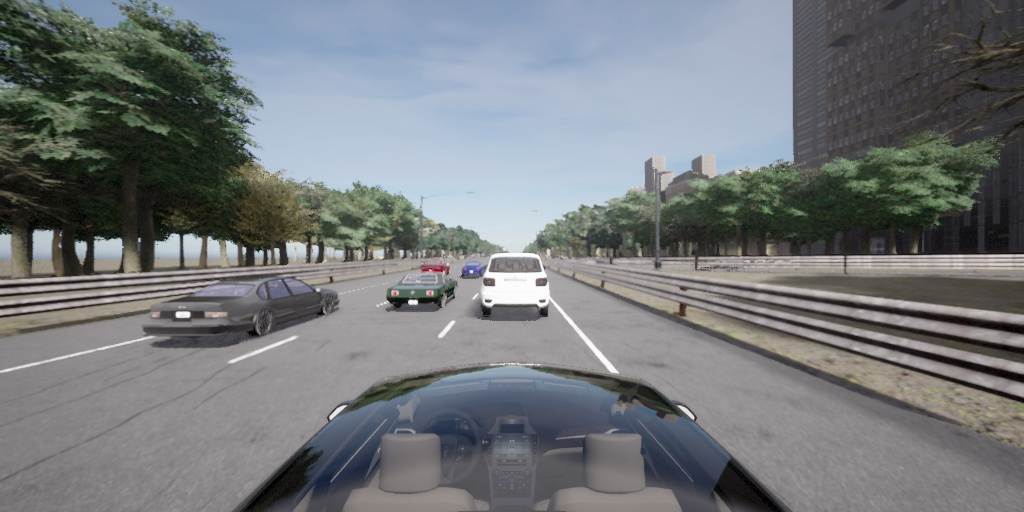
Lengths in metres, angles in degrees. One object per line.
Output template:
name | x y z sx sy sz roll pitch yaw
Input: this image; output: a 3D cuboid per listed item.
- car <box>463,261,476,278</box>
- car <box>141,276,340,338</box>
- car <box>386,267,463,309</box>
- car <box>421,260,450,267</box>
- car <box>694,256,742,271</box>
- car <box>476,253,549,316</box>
car | -3.401 1.138 32.338 1.812 1.442 4.674 0 0 0
car | -6.899 1.266 10.027 2.033 1.411 5.357 0 0 0
car | -3.400 1.298 14.577 1.895 1.301 4.718 0 0 0
car | -6.898 1.088 32.791 1.882 1.535 5.008 0 0 0
car | 21.235 0.757 37.030 1.812 1.442 4.674 0 -1 -34
car | 0.100 0.926 13.195 2.150 2.045 5.566 0 0 0
